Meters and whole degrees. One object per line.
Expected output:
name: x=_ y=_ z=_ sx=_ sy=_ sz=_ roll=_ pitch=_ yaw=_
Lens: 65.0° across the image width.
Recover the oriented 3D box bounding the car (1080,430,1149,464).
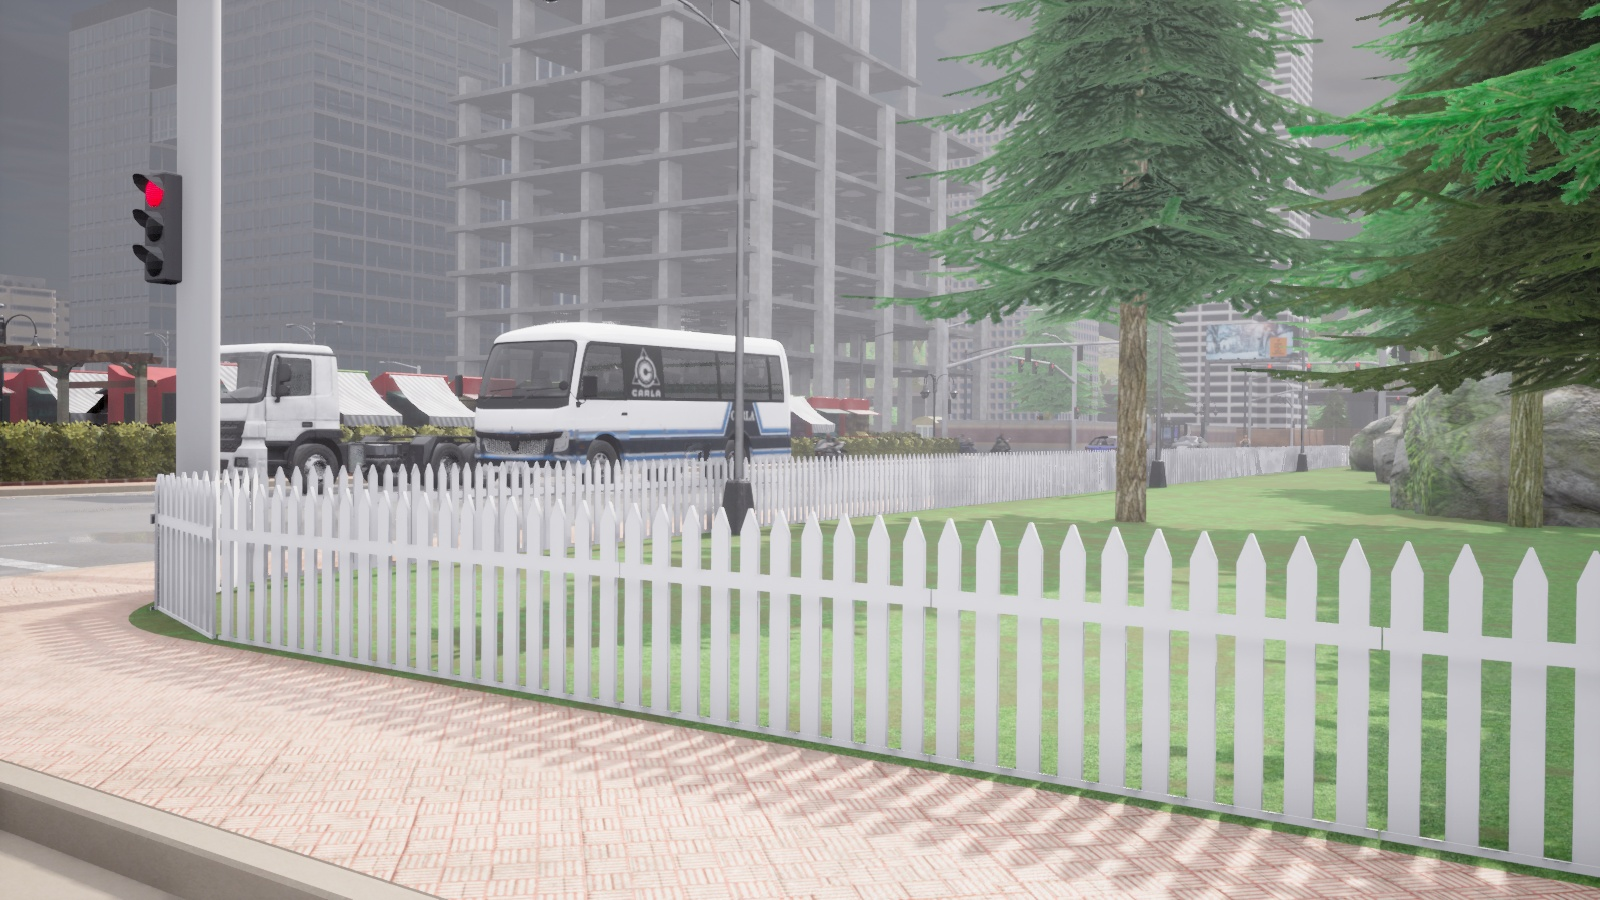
car: x=14.279 y=-0.162 z=56.946 sx=1.816 sy=1.474 sz=4.193 roll=0 pitch=1 yaw=32

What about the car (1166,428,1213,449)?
car: x=29.016 y=-0.853 z=93.548 sx=2.128 sy=1.511 sz=4.902 roll=0 pitch=1 yaw=32

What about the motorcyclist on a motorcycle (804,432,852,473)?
motorcyclist on a motorcycle: x=1.121 y=0.085 z=49.165 sx=0.866 sy=1.530 sz=2.191 roll=0 pitch=1 yaw=32

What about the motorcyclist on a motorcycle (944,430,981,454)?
motorcyclist on a motorcycle: x=10.491 y=-0.491 z=81.085 sx=2.191 sy=1.530 sz=0.866 roll=0 pitch=1 yaw=31

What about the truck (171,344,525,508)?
truck: x=-10.611 y=-0.572 z=30.501 sx=2.891 sy=3.462 sz=7.936 roll=0 pitch=1 yaw=32

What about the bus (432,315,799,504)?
bus: x=-4.462 y=-1.065 z=33.707 sx=3.944 sy=4.253 sz=10.273 roll=0 pitch=2 yaw=32

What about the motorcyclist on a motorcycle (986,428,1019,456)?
motorcyclist on a motorcycle: x=12.101 y=-0.486 z=74.969 sx=0.866 sy=1.590 sz=1.817 roll=-3 pitch=4 yaw=-38
